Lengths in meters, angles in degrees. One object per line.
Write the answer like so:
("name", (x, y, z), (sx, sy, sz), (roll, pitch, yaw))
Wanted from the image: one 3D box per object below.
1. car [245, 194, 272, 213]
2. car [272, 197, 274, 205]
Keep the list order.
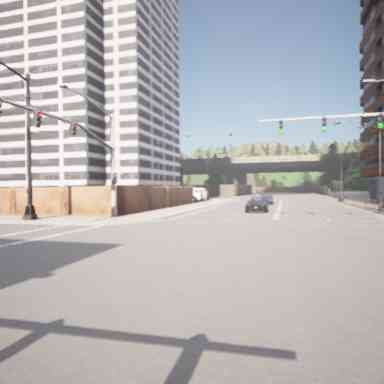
("car", (6.141, 1.170, 31.221), (1.994, 1.385, 4.181), (-1, 1, 16))
("car", (9.946, 0.969, 44.591), (2.033, 1.411, 5.357), (-1, 1, 16))
